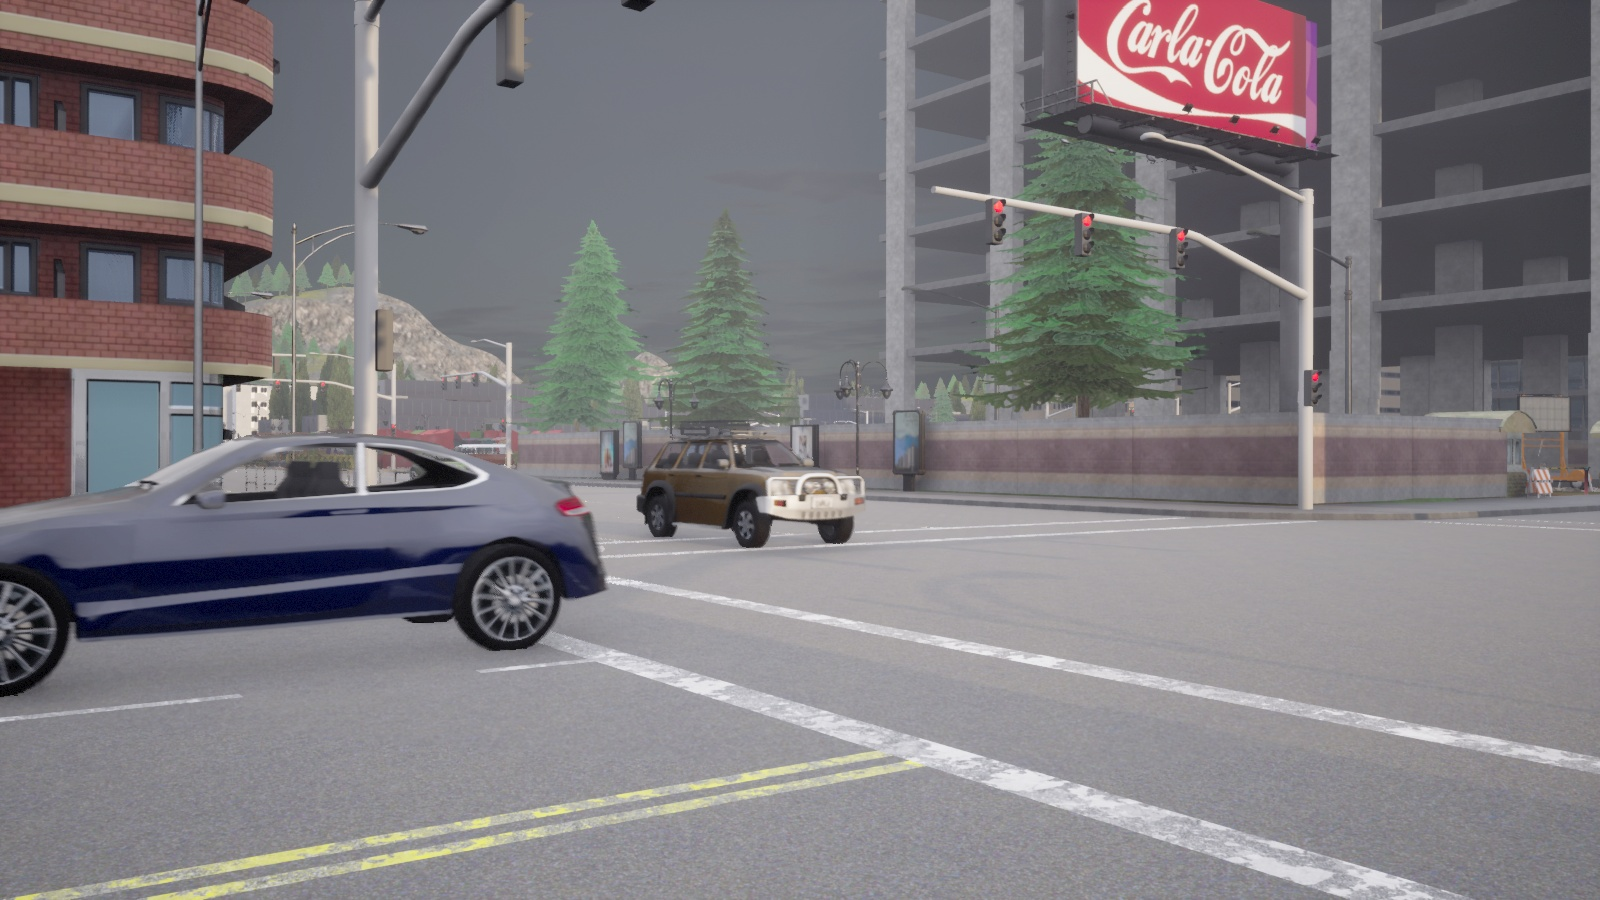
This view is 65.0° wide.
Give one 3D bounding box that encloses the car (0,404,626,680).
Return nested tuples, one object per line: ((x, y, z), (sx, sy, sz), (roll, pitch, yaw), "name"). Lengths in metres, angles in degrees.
((-4.050, 0.555, 9.370), (5.027, 1.651, 2.152), (0, 0, -35), "car")

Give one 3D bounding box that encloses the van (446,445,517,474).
((-22.778, 0.681, 89.898), (4.480, 2.038, 2.069), (0, 0, -35), "van")

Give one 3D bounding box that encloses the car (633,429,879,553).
((-0.876, 0.615, 21.166), (1.932, 1.855, 4.605), (0, 0, -35), "car")
